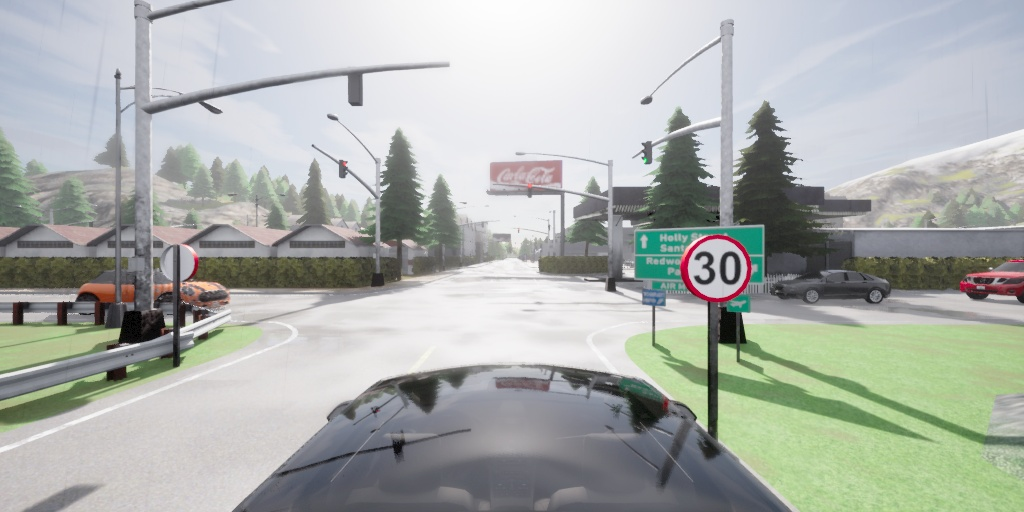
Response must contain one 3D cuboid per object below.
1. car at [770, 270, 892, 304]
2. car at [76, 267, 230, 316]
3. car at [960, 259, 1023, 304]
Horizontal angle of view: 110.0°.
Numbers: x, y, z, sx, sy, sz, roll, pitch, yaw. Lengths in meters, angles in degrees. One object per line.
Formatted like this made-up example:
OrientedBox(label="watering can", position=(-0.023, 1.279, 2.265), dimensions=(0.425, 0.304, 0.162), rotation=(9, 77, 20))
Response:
OrientedBox(label="car", position=(15.207, 1.446, 17.262), dimensions=(4.892, 1.490, 1.837), rotation=(0, 0, 1))
OrientedBox(label="car", position=(-13.754, 1.294, 13.964), dimensions=(4.553, 1.767, 2.097), rotation=(0, 0, 0))
OrientedBox(label="car", position=(25.177, 1.163, 17.127), dimensions=(5.566, 2.045, 2.150), rotation=(0, 0, 0))
